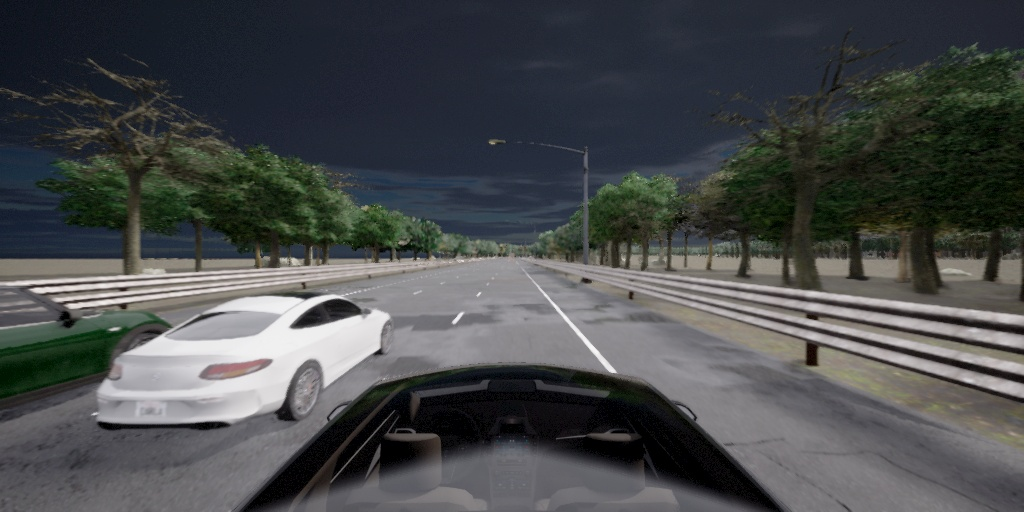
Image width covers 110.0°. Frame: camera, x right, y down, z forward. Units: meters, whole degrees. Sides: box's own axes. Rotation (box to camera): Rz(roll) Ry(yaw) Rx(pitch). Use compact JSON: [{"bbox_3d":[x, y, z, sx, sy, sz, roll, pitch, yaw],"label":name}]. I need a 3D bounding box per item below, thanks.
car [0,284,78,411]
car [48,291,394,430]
[{"bbox_3d":[-6.901,1.107,4.397,2.097,1.767,4.553,0,0,0],"label":"car"},{"bbox_3d":[-3.403,1.284,5.686,1.812,1.442,4.674,0,0,0],"label":"car"}]
